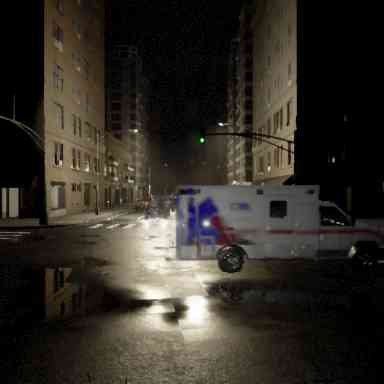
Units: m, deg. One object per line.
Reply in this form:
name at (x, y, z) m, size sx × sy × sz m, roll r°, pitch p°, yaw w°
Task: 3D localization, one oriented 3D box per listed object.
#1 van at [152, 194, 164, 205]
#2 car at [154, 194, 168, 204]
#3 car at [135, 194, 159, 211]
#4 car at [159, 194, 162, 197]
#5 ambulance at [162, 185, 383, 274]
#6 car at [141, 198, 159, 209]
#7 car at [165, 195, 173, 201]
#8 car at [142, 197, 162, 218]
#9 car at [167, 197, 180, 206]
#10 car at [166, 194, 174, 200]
van at (-5.766, 1.312, 57.080) m, size 1.690 × 1.788 × 3.998 m, roll 0°, pitch 0°, yaw 0°
car at (-5.794, 1.280, 62.606) m, size 2.192 × 1.841 × 5.009 m, roll 0°, pitch 0°, yaw 0°
car at (-5.681, 1.300, 40.503) m, size 2.192 × 1.841 × 5.009 m, roll 0°, pitch 0°, yaw 0°
car at (-3.100, 1.207, 41.664) m, size 2.150 × 2.045 × 5.566 m, roll 0°, pitch 0°, yaw 0°
ambulance at (2.447, 1.032, 10.202) m, size 6.366 × 2.431 × 2.351 m, roll 0°, pitch 0°, yaw 0°
car at (-5.709, 1.532, 46.029) m, size 2.008 × 1.369 × 4.403 m, roll 0°, pitch 0°, yaw 0°
car at (-5.907, 1.461, 84.539) m, size 1.752 × 1.417 × 4.829 m, roll 0°, pitch 0°, yaw 0°
car at (-3.046, 1.496, 29.890) m, size 1.837 × 1.490 × 4.892 m, roll 0°, pitch 0°, yaw 0°
car at (-3.141, 1.573, 56.001) m, size 1.895 × 1.301 × 4.718 m, roll 0°, pitch 0°, yaw 0°
car at (-5.937, 1.368, 90.235) m, size 1.967 × 1.590 × 4.097 m, roll 0°, pitch 0°, yaw 0°
